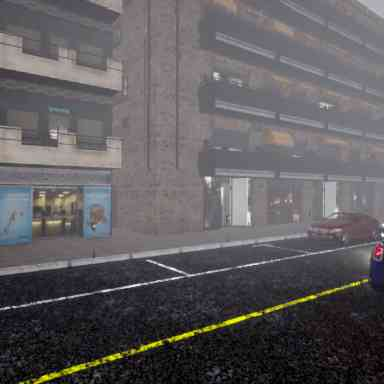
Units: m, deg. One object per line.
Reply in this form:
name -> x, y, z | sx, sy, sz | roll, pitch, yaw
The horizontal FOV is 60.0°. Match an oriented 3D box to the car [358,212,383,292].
car -> 6.131, 1.352, 7.685 | 4.553, 1.767, 2.097 | 0, 0, -35

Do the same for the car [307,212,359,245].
car -> 7.172, 1.583, 15.538 | 4.206, 1.307, 1.802 | 0, 0, -35
